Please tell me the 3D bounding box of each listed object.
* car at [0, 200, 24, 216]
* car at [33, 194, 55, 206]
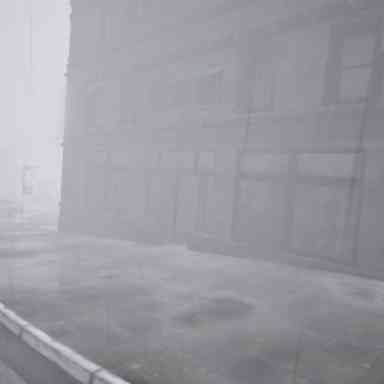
[{"bbox_3d":[-19.778,1.596,35.718,2.097,1.767,4.553,4,-1,-9],"label":"car"},{"bbox_3d":[-25.806,1.372,58.322,2.150,2.045,5.566,4,0,-5],"label":"car"}]
